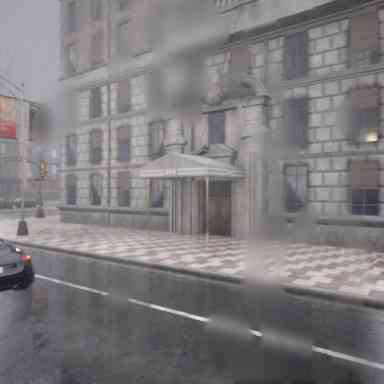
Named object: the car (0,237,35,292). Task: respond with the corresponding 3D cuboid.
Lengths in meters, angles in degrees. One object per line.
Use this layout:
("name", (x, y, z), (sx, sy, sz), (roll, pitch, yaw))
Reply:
("car", (-5.586, 1.562, 7.831), (4.181, 1.385, 1.994), (0, 0, 35))

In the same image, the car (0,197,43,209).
("car", (-22.099, 1.467, 43.615), (1.882, 1.535, 5.008), (0, 0, 35))
